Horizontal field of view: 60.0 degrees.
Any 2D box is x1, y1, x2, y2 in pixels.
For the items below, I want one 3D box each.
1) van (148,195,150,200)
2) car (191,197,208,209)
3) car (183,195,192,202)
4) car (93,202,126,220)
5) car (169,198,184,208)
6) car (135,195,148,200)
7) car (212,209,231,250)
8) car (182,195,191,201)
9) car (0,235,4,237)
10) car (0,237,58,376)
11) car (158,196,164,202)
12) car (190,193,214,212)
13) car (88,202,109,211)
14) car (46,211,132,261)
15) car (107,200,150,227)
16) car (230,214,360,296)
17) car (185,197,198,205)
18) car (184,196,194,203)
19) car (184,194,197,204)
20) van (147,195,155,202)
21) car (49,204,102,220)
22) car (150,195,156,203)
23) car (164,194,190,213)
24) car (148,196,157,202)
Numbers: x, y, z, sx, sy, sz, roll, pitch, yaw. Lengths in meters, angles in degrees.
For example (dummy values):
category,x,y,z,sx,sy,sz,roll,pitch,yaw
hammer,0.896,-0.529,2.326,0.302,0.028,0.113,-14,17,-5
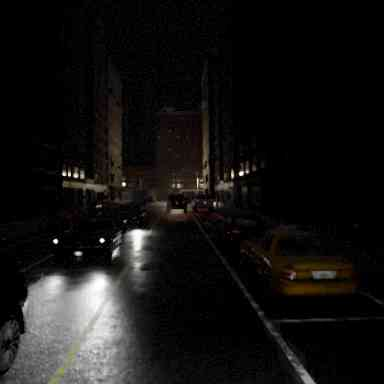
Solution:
category,x,y,z,sx,sy,sz,roll,pitch,yaw
van,-8.617,1.429,57.130,1.690,1.788,3.998,0,0,-3
car,0.964,1.444,45.302,1.882,1.535,5.008,-1,0,-3
car,-1.183,1.508,79.450,1.967,1.590,4.097,0,0,-3
car,-7.266,1.599,29.753,2.008,1.369,4.403,0,0,-3
car,-2.264,1.569,48.138,1.994,1.385,4.181,-1,0,-2
car,-8.338,1.600,51.483,1.752,1.417,4.829,0,0,-3
car,2.059,1.539,13.739,1.802,1.307,4.206,0,0,-3
car,-1.453,1.527,84.926,1.967,1.590,4.097,0,0,-3
car,-6.185,1.597,7.852,1.887,1.381,4.507,0,0,-3
car,-3.172,1.521,2.755,2.128,1.511,4.902,-1,0,-1
car,-6.736,1.574,76.834,2.033,1.411,5.357,-1,0,-3
car,1.271,1.179,38.338,2.150,2.045,5.566,-1,0,-3
car,-6.996,1.487,24.278,1.967,1.590,4.097,0,0,-3
car,-3.670,1.620,12.627,1.895,1.301,4.718,-1,0,-3
car,-4.153,1.522,22.628,1.837,1.490,4.892,-1,0,-3
car,2.321,1.486,8.433,1.752,1.417,4.829,0,0,-3
car,-0.103,1.547,57.546,2.008,1.369,4.403,0,0,-3
car,-0.652,1.555,68.667,1.752,1.417,4.829,0,0,-3
car,-0.373,1.326,63.022,2.192,1.841,5.009,0,0,-3
van,-9.698,1.500,79.032,1.690,1.788,3.998,0,0,-3
car,-6.725,1.591,18.802,1.887,1.381,4.507,0,0,-3
car,-9.428,1.705,73.555,1.947,1.339,4.313,0,0,-3
car,-1.645,1.213,36.370,2.150,2.045,5.566,-1,0,-2
car,-9.967,1.723,84.507,1.887,1.381,4.507,0,0,-3
